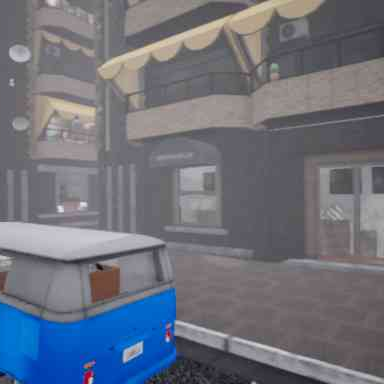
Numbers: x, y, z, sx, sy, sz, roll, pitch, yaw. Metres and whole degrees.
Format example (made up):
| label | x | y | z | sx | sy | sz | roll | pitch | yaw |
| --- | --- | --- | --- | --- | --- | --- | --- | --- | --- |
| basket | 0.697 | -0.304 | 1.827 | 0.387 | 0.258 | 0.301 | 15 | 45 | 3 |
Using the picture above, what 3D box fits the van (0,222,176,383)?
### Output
| label | x | y | z | sx | sy | sz | roll | pitch | yaw |
| --- | --- | --- | --- | --- | --- | --- | --- | --- | --- |
| van | -2.088 | 1.352 | 4.382 | 3.998 | 1.788 | 1.690 | 0 | -1 | 36 |
